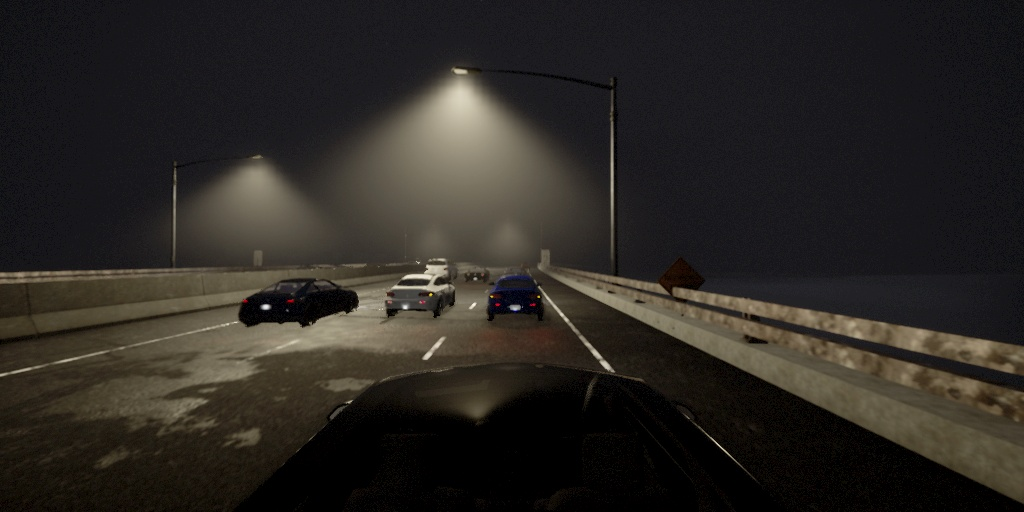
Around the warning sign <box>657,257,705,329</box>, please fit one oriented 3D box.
[{"bbox_3d":[4.574,0.948,9.665,1.300,1.860,1.060,0,0,0],"label":"warning sign"}]

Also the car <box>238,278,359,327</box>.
[{"bbox_3d":[-6.881,1.422,12.061,1.994,1.385,4.181,0,-1,1],"label":"car"}]

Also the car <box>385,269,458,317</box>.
[{"bbox_3d":[-3.361,1.401,13.716,1.812,1.442,4.674,0,0,1],"label":"car"}]

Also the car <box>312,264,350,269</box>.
[{"bbox_3d":[-20.590,1.683,41.812,2.128,1.511,4.902,0,-1,1],"label":"car"}]

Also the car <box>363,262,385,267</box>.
[{"bbox_3d":[-17.029,1.569,44.051,2.097,1.767,4.553,0,-1,2],"label":"car"}]

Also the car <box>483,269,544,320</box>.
[{"bbox_3d":[0.129,1.394,13.107,1.812,1.442,4.674,0,0,1],"label":"car"}]

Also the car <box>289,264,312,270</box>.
[{"bbox_3d":[-24.086,1.685,41.952,2.128,1.511,4.902,0,-1,1],"label":"car"}]

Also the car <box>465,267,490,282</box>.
[{"bbox_3d":[-3.089,1.689,33.030,1.895,1.301,4.718,0,-1,1],"label":"car"}]

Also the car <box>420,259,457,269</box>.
[{"bbox_3d":[-6.574,1.320,33.794,2.150,2.045,5.566,0,-1,1],"label":"car"}]

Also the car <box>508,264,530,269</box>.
[{"bbox_3d":[0.335,1.594,29.326,2.033,1.411,5.357,0,-1,1],"label":"car"}]
